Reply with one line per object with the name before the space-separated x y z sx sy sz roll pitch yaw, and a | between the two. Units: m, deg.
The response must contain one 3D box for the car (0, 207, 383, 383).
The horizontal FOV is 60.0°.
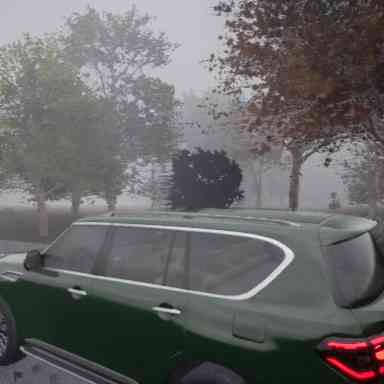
car | -0.493 1.213 4.169 5.566 2.045 2.150 0 0 34
